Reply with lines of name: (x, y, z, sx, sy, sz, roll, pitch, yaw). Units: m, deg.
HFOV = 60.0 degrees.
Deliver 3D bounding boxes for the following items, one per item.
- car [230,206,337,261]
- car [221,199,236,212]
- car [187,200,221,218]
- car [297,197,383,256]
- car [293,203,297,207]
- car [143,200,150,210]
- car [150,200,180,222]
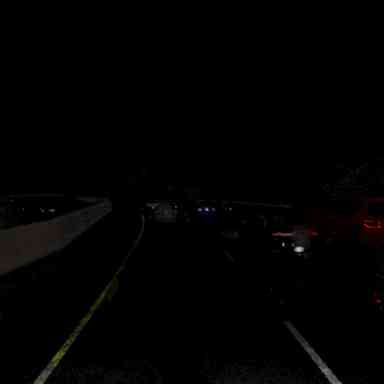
car: (3.024, 1.491, 12.335, 2.128, 1.511, 4.902, 0, 0, -4)
car: (3.418, 1.531, 35.810, 1.812, 1.442, 4.674, 0, 0, -11)
car: (0.823, 1.556, 30.776, 2.033, 1.411, 5.357, 0, 0, -10)
car: (6.482, 1.215, 13.346, 2.150, 2.045, 5.566, 0, 0, -4)
car: (8.717, 1.499, 25.249, 1.837, 1.490, 4.892, 0, 0, -7)
car: (-5.222, 1.623, 42.542, 1.895, 1.301, 4.718, 0, 0, -14)
car: (-2.098, 1.576, 26.586, 1.994, 1.385, 4.181, 0, 0, -9)
